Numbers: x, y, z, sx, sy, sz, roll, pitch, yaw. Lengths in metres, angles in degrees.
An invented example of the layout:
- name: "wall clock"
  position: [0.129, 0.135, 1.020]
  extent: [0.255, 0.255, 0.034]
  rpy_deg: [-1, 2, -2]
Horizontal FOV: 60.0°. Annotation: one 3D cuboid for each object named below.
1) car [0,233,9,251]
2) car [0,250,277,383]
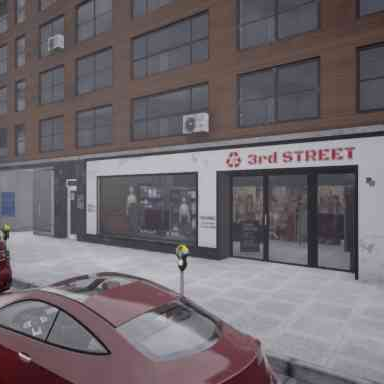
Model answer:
- name: "car"
  position: [-5.693, 1.315, 6.858]
  extent: [5.009, 1.841, 2.192]
  rpy_deg: [0, 0, 35]
- name: "car"
  position: [-1.196, 1.582, 3.659]
  extent: [4.206, 1.307, 1.802]
  rpy_deg: [0, 0, 35]
